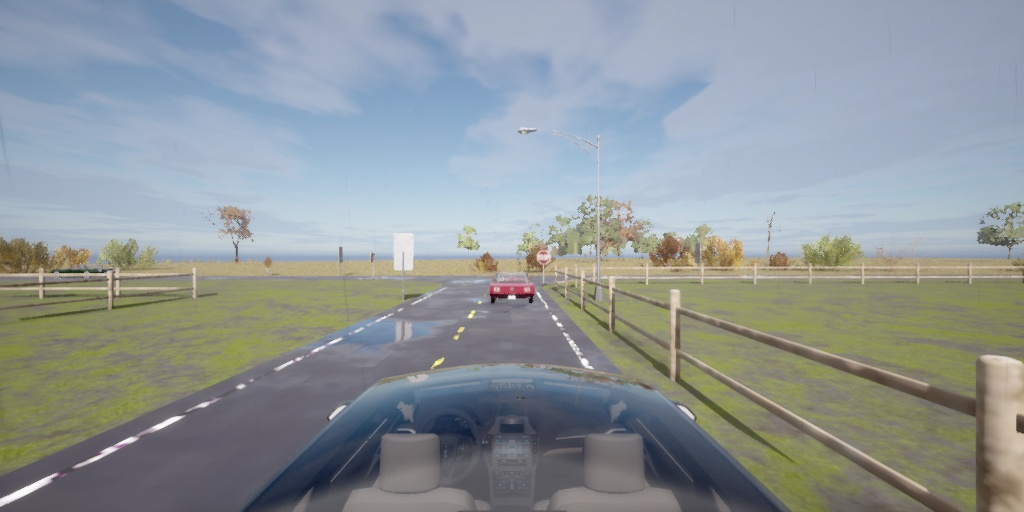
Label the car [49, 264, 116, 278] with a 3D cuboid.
[{"bbox_3d":[-41.763,1.479,34.958,4.718,1.301,1.895,0,0,0],"label":"car"}]

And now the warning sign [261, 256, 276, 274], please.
[{"bbox_3d":[-25.385,0.926,37.277,1.060,1.860,1.300,0,0,0],"label":"warning sign"}]

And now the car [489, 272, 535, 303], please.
[{"bbox_3d":[0.000,1.365,16.530,1.895,1.301,4.718,0,0,0],"label":"car"}]
